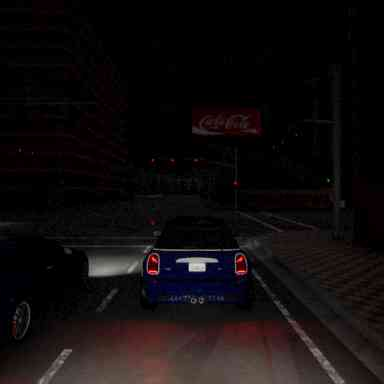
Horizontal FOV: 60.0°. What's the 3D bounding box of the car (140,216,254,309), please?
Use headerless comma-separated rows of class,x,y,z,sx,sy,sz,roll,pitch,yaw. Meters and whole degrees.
car,0.089,1.352,8.018,2.097,1.767,4.553,0,0,0

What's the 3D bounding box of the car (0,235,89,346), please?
car,-3.418,1.526,6.224,1.812,1.442,4.674,0,0,0
